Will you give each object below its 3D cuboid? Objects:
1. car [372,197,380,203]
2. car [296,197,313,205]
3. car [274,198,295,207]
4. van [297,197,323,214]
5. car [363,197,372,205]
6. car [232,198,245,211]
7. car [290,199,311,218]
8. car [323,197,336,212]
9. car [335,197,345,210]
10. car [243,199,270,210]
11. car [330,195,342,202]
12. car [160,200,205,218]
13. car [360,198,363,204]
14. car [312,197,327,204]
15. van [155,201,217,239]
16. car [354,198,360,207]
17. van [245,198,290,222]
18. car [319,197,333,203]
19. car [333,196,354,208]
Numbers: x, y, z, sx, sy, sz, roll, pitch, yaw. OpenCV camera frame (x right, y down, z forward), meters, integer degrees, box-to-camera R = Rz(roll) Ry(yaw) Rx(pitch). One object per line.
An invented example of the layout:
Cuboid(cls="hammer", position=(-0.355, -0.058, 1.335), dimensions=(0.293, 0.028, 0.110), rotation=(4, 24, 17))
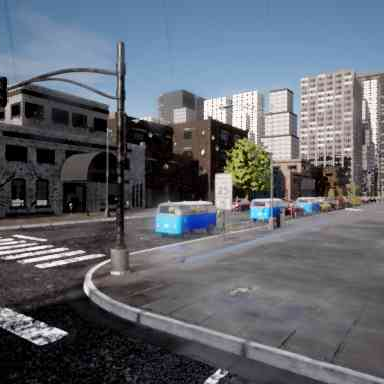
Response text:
Cuboid(cls="car", position=(44.123, 1.900, 81.031), dimensions=(1.947, 1.339, 4.313), rotation=(0, 0, 35))
Cuboid(cls="car", position=(21.442, 1.706, 63.223), dimensions=(1.887, 1.381, 4.507), rotation=(0, 0, 35))
Cuboid(cls="car", position=(15.113, 1.666, 54.174), dimensions=(1.887, 1.381, 4.507), rotation=(0, 0, 35))
Cuboid(cls="van", position=(12.477, 1.469, 35.781), dimensions=(1.690, 1.788, 3.998), rotation=(0, 0, 35))
Cuboid(cls="car", position=(34.628, 1.810, 67.456), dimensions=(1.887, 1.381, 4.507), rotation=(0, 0, 35))
Cuboid(cls="car", position=(5.620, 1.507, 40.600), dimensions=(1.967, 1.590, 4.097), rotation=(0, 0, 35))
Cuboid(cls="car", position=(9.311, 1.656, 31.256), dimensions=(1.887, 1.381, 4.507), rotation=(0, 0, 35))
Cuboid(cls="car", position=(15.738, 1.671, 40.446), dimensions=(1.752, 1.417, 4.829), rotation=(0, 0, 35))
Cuboid(cls="car", position=(18.805, 1.730, 44.831), dimensions=(1.947, 1.339, 4.313), rotation=(0, 0, 35))
Cuboid(cls="car", position=(8.784, 1.629, 45.125), dimensions=(1.887, 1.381, 4.507), rotation=(0, 0, 35))
Cuboid(cls="car", position=(37.265, 1.713, 85.848), dimensions=(1.967, 1.590, 4.097), rotation=(0, 0, 35))
Cuboid(cls="car", position=(-0.808, 1.559, 31.410), dimensions=(1.752, 1.417, 4.829), rotation=(0, 0, 35))
Cuboid(cls="car", position=(28.397, 1.749, 58.546), dimensions=(1.752, 1.417, 4.829), rotation=(0, 0, 35))
Cuboid(cls="car", position=(27.674, 1.729, 72.134), dimensions=(1.752, 1.417, 4.829), rotation=(0, 0, 35))
Cuboid(cls="van", position=(-0.182, 1.407, 17.682), dimensions=(1.690, 1.788, 3.998), rotation=(0, 0, 35))
Cuboid(cls="car", position=(25.136, 1.517, 53.882), dimensions=(2.192, 1.841, 5.009), rotation=(0, 0, 35))
Cuboid(cls="van", position=(6.148, 1.436, 26.732), dimensions=(1.690, 1.788, 3.998), rotation=(0, 0, 35))
Cuboid(cls="car", position=(30.935, 1.793, 76.798), dimensions=(1.947, 1.339, 4.313), rotation=(0, 0, 35))
Cuboid(cls="car", position=(21.971, 1.498, 49.357), dimensions=(2.192, 1.841, 5.009), rotation=(0, 0, 35))
